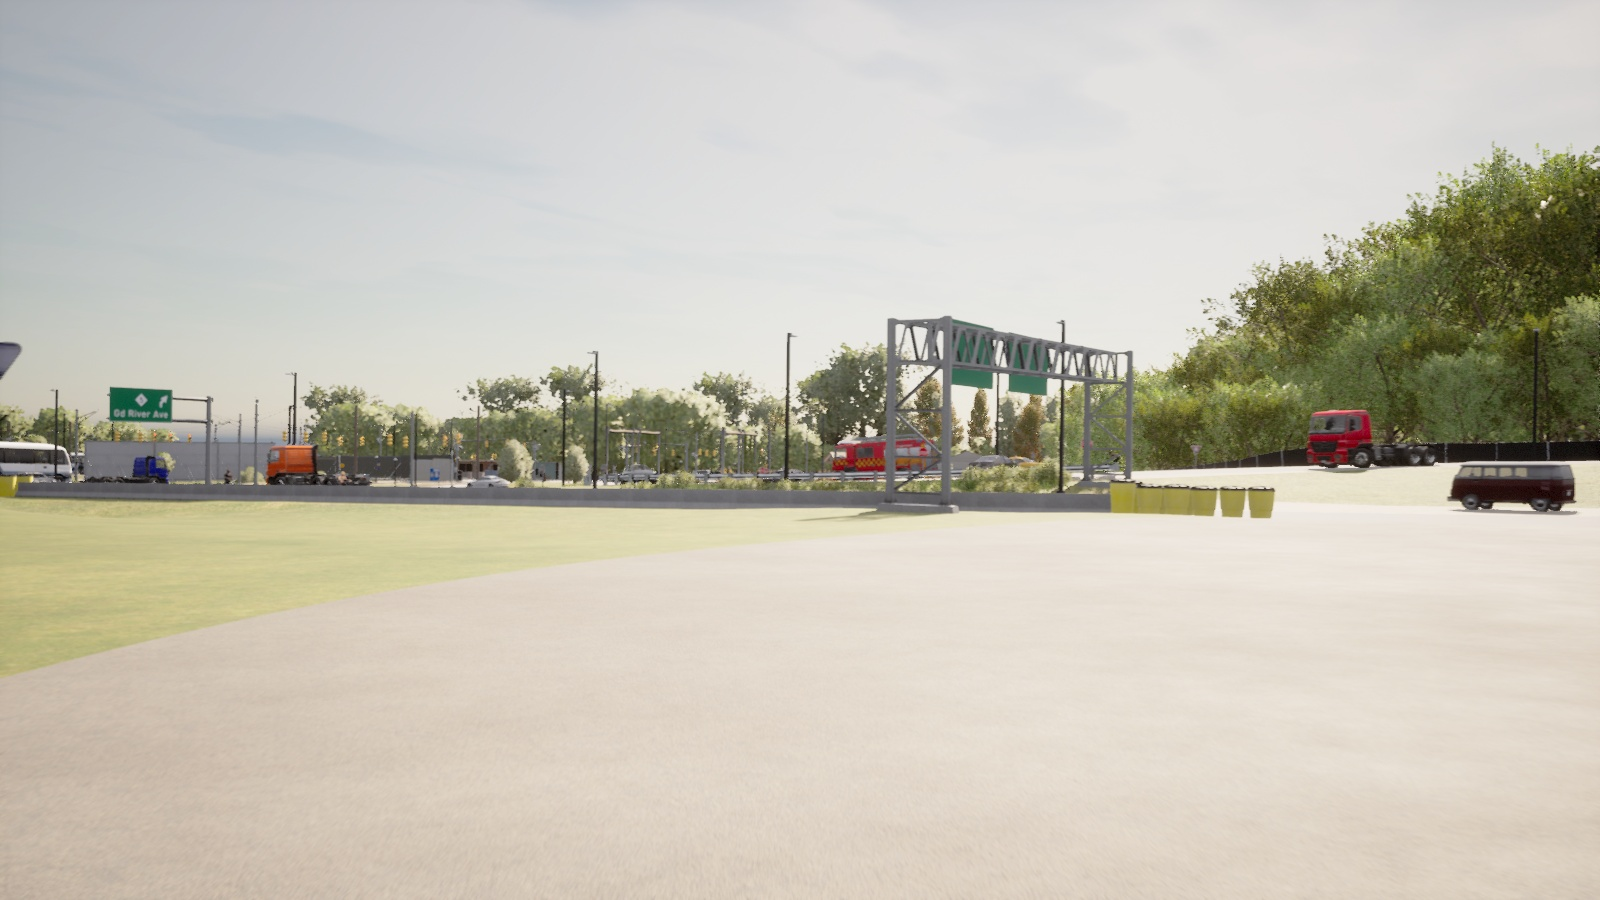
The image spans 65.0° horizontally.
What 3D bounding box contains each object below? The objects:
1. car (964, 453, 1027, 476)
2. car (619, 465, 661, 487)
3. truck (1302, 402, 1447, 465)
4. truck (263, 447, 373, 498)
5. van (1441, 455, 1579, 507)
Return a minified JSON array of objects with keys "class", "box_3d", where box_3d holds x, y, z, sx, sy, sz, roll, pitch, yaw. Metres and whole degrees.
[{"class":"car","box_3d":[12.859,0.937,82.304,2.033,1.411,5.357,-3,-2,32]},{"class":"car","box_3d":[-11.101,1.817,86.979,1.816,1.474,4.193,0,-2,-22]},{"class":"truck","box_3d":[33.767,-0.975,73.766,7.936,3.462,2.891,-2,0,-20]},{"class":"truck","box_3d":[-34.098,1.562,88.785,7.936,3.462,2.891,-1,0,30]},{"class":"van","box_3d":[28.429,1.216,50.363,1.775,1.987,4.442,-1,0,-41]}]
